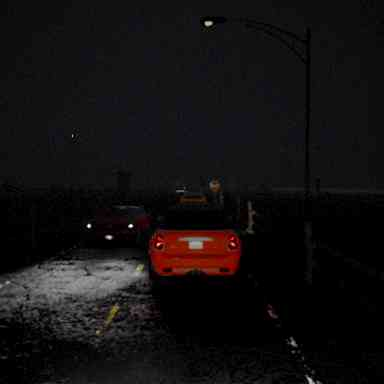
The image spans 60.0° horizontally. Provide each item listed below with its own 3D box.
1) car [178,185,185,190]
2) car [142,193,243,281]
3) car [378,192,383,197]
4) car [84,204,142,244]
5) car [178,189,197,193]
[{"bbox_3d":[-2.690,-1.012,88.205,1.837,1.490,4.892,0,2,0],"label":"car"},{"bbox_3d":[0.089,1.074,9.144,2.097,1.767,4.553,0,2,0],"label":"car"},{"bbox_3d":[37.466,0.341,62.375,5.357,1.411,2.033,0,1,-19],"label":"car"},{"bbox_3d":[-2.833,1.190,13.626,1.895,1.301,4.718,0,2,0],"label":"car"},{"bbox_3d":[0.097,0.761,23.996,1.882,1.535,5.008,0,2,0],"label":"car"}]
